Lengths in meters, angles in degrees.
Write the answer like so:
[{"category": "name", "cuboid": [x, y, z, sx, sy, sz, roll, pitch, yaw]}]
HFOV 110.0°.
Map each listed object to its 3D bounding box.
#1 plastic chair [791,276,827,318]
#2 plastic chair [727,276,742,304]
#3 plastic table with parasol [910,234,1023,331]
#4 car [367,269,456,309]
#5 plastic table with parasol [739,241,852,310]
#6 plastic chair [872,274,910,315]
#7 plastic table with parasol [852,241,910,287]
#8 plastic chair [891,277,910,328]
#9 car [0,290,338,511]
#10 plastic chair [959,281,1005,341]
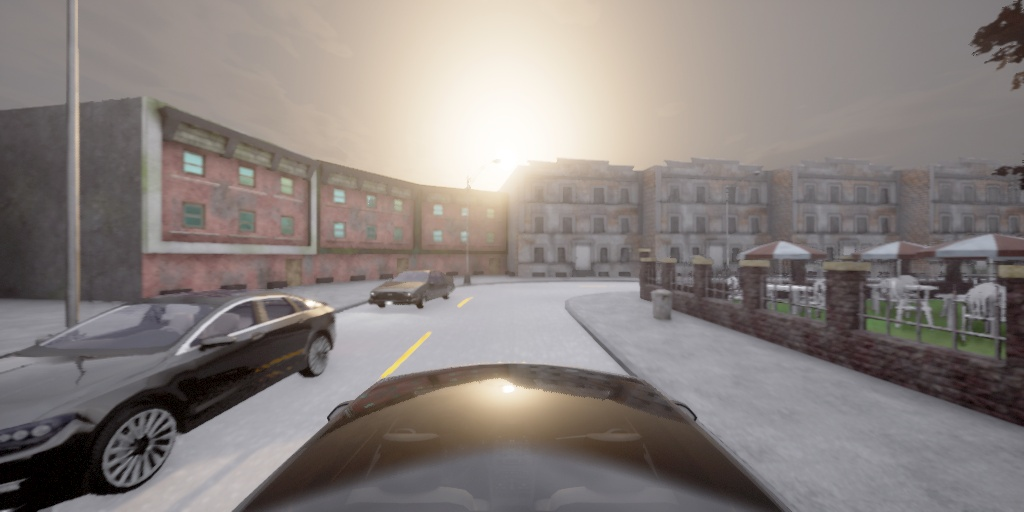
[{"category": "plastic chair", "cuboid": [9.324, 1.334, 11.045, 0.750, 1.272, 0.730, 0, 0, 5]}, {"category": "plastic chair", "cuboid": [7.991, 1.334, 12.463, 0.730, 1.272, 0.750, 0, 0, 0]}, {"category": "plastic table with parasol", "cuboid": [11.660, 0.701, 8.726, 2.482, 2.480, 2.482, 0, 0, -40]}, {"category": "car", "cuboid": [-3.979, 1.291, 15.381, 2.033, 1.411, 5.357, 0, 0, 9]}, {"category": "plastic table with parasol", "cuboid": [9.252, 0.730, 12.372, 2.482, 2.480, 2.482, 0, 0, 0]}, {"category": "plastic chair", "cuboid": [12.571, 1.335, 11.852, 0.730, 1.272, 0.750, 0, 0, -40]}, {"category": "plastic table with parasol", "cuboid": [13.602, 0.730, 12.596, 2.482, 2.480, 2.482, 0, 0, -40]}, {"category": "plastic chair", "cuboid": [10.925, 1.313, 9.746, 0.750, 1.272, 0.730, 0, 0, -40]}, {"category": "car", "cuboid": [-4.093, 1.240, 4.583, 2.128, 1.511, 4.902, 0, 0, 0]}, {"category": "plastic chair", "cuboid": [10.639, 1.271, 8.010, 0.730, 1.272, 0.750, 0, 0, -39]}]
